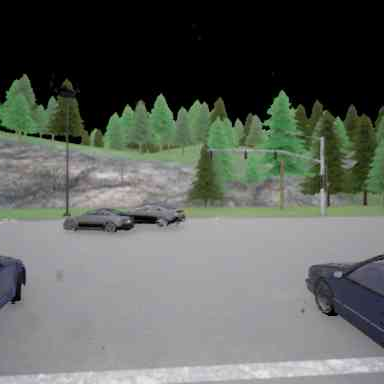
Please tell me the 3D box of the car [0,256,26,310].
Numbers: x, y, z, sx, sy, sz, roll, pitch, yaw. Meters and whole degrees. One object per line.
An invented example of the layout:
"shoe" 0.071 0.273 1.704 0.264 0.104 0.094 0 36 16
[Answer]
"car" -4.104 1.556 5.254 1.812 1.442 4.674 0 0 -13

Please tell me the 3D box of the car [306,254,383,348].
"car" 3.406 1.575 4.552 2.033 1.411 5.357 0 0 -3

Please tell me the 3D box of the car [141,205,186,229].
"car" -2.811 1.623 22.764 4.902 1.511 2.128 0 -1 23

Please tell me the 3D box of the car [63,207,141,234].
"car" -5.585 1.679 19.966 4.181 1.385 1.994 0 0 18
